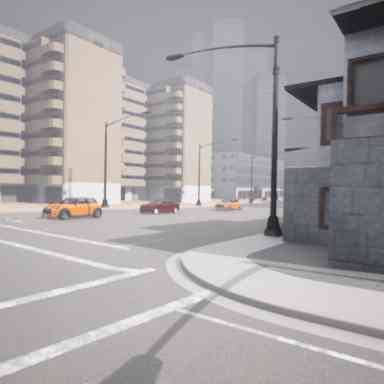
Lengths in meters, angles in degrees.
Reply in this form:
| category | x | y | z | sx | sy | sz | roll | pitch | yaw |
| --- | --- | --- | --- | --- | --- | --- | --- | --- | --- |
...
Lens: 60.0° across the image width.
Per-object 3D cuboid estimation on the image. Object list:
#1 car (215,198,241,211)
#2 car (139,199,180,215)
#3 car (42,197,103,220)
| category | x | y | z | sx | sy | sz | roll | pitch | yaw |
| --- | --- | --- | --- | --- | --- | --- | --- | --- | --- |
| car | 4.984 | 1.674 | 45.786 | 2.097 | 1.767 | 4.553 | 2 | -1 | 35 |
| car | -3.280 | 1.480 | 34.438 | 1.882 | 1.535 | 5.008 | 2 | 0 | 36 |
| car | -9.327 | 1.187 | 26.114 | 2.097 | 1.767 | 4.553 | 2 | 0 | 36 |
